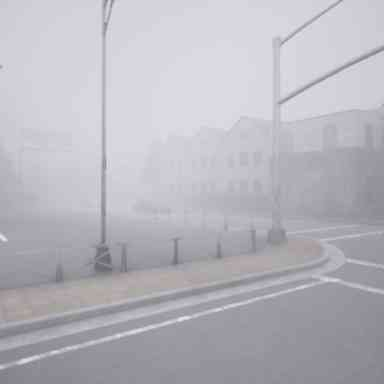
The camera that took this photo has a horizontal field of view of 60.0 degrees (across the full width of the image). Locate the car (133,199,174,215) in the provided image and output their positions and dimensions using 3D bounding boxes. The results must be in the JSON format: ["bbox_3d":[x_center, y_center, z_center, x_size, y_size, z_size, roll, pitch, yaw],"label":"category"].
[{"bbox_3d":[-3.807,1.395,31.870,2.033,1.411,5.357,0,0,-35],"label":"car"}]

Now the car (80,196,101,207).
[{"bbox_3d":[-14.170,1.376,46.643,2.128,1.511,4.902,0,0,-35],"label":"car"}]
